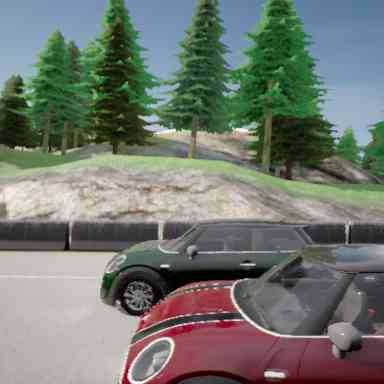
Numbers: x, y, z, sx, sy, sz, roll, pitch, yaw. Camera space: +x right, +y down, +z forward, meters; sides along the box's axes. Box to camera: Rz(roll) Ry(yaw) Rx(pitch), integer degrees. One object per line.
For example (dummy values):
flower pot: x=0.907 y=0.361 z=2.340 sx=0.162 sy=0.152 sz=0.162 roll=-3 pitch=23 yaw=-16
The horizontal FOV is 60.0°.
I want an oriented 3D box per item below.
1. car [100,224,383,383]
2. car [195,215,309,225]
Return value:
car: x=1.579 y=1.358 z=3.382 sx=4.553 sy=1.767 sz=2.097 roll=0 pitch=0 yaw=2
car: x=0.490 y=1.357 z=6.928 sx=4.553 sy=1.767 sz=2.097 roll=0 pitch=0 yaw=2
